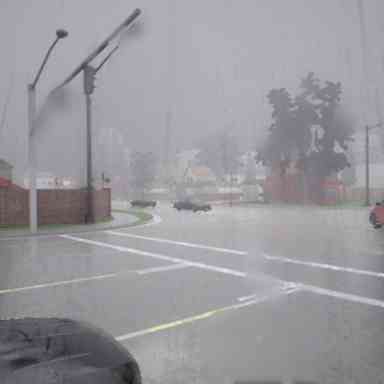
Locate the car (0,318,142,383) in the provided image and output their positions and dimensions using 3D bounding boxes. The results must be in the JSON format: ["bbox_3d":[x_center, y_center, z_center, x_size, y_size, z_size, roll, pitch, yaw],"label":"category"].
[{"bbox_3d":[-2.623,1.503,1.883,4.892,1.490,1.837,0,0,-36],"label":"car"}]

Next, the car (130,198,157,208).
[{"bbox_3d":[-6.715,1.515,45.991,1.895,1.301,4.718,-1,0,-37],"label":"car"}]

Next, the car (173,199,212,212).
[{"bbox_3d":[-0.080,1.453,37.170,2.033,1.411,5.357,-1,0,-37],"label":"car"}]

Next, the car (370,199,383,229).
[{"bbox_3d":[11.165,1.121,17.438,2.150,2.045,5.566,0,1,15],"label":"car"}]
